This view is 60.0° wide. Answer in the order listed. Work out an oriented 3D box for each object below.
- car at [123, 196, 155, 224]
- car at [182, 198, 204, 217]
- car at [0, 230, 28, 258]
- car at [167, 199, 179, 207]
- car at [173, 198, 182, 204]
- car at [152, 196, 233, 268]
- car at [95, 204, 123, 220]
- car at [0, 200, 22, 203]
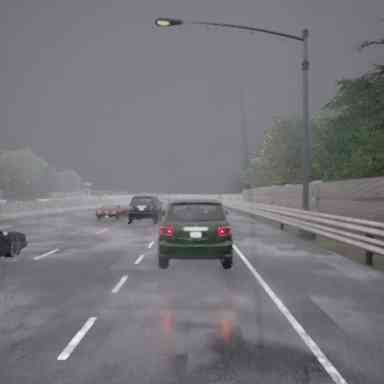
[{"bbox_3d":[-3.496,1.300,25.707,2.150,2.045,5.566,0,0,0],"label":"car"},{"bbox_3d":[0.104,1.516,33.929,2.097,1.767,4.553,0,-1,0],"label":"car"},{"bbox_3d":[-6.899,1.545,9.663,2.033,1.411,5.357,0,0,0],"label":"car"},{"bbox_3d":[-3.493,2.034,60.847,1.994,1.385,4.181,0,-1,0],"label":"car"},{"bbox_3d":[-3.491,2.184,79.623,1.837,1.490,4.892,0,-1,0],"label":"car"},{"bbox_3d":[0.102,1.223,11.439,2.150,2.045,5.566,0,0,0],"label":"car"},{"bbox_3d":[-6.896,1.713,29.131,1.895,1.301,4.718,0,-1,0],"label":"car"},{"bbox_3d":[-21.085,1.837,40.339,1.895,1.301,4.718,0,-1,0],"label":"car"}]
